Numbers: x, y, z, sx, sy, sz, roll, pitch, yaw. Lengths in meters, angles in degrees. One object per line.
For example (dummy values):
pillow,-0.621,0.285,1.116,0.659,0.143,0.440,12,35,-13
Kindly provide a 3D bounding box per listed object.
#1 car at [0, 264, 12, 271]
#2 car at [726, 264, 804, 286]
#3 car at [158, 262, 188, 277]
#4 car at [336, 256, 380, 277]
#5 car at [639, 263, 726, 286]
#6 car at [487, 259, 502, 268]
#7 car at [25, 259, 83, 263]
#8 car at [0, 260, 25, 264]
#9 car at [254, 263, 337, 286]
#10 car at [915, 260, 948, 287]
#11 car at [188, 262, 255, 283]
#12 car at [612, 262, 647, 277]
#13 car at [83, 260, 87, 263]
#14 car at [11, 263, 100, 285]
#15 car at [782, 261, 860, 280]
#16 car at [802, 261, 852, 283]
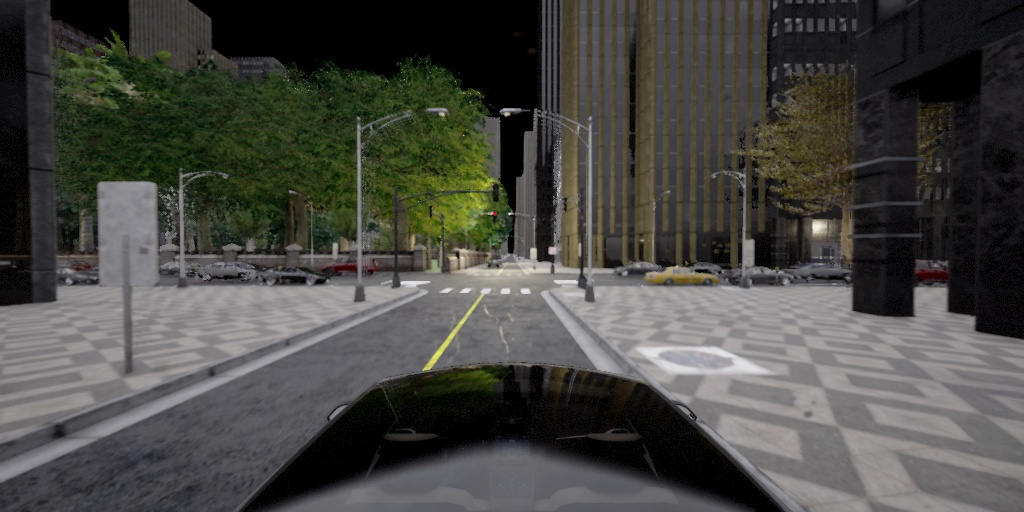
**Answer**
car,-36.890,1.388,25.236,4.207,1.307,1.802,0,0,0
car,17.114,1.390,24.931,4.403,1.370,2.007,0,0,0
car,-31.392,1.193,33.728,4.403,1.370,2.007,0,0,0
car,-15.023,0.961,33.636,5.009,1.841,2.192,0,0,0
car,11.772,1.358,24.961,4.829,1.417,1.751,0,0,0
car,-3.034,1.243,59.330,1.882,1.535,5.008,0,0,1
car,-42.305,1.081,33.790,4.097,1.591,1.967,0,0,0
car,-47.762,1.080,33.821,4.097,1.591,1.967,0,0,0
car,-15.062,1.375,25.112,4.313,1.339,1.948,0,0,0
car,28.139,1.169,24.869,5.009,1.841,2.192,0,0,0
car,-21.625,1.253,27.897,4.902,1.511,2.128,0,1,0
car,11.641,1.219,33.485,4.403,1.370,2.007,0,0,0
car,-36.849,1.193,33.759,4.403,1.370,2.007,0,0,0
car,-31.433,1.357,25.205,4.403,1.370,2.007,0,0,0
car,26.352,1.217,30.722,5.008,1.535,1.882,0,1,0
car,23.737,1.287,27.641,4.902,1.511,2.128,0,1,0
